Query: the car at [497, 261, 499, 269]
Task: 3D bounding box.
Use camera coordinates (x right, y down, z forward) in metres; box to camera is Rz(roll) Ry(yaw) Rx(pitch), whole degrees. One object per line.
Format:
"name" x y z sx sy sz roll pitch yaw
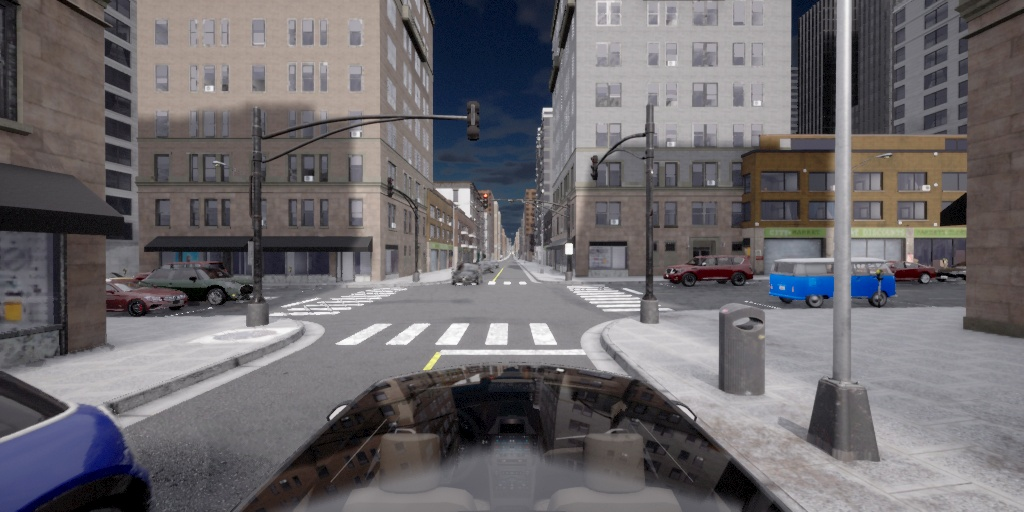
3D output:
"car" -3.031 1.273 56.887 2.128 1.511 4.902 0 0 1

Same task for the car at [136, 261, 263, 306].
"car" -13.998 1.270 16.243 4.553 1.767 2.097 -1 0 0

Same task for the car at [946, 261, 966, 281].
"car" 28.940 0.916 22.201 4.313 1.339 1.948 0 0 0

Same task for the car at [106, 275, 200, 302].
"car" -14.809 1.528 13.601 4.207 1.307 1.802 0 0 0

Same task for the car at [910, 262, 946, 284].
"car" 23.330 0.964 22.191 4.507 1.381 1.888 0 0 0

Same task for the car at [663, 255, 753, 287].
"car" 12.112 0.872 22.172 5.009 1.841 2.192 0 0 0

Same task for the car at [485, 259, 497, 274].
"car" -3.065 1.268 40.872 1.837 1.490 4.892 0 0 0

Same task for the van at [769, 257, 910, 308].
"van" 12.128 0.957 13.647 3.998 1.789 1.690 0 0 0

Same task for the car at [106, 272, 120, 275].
"car" -26.003 1.552 22.107 4.829 1.417 1.751 0 0 0

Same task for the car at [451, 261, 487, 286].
"car" -3.081 1.255 25.391 1.837 1.490 4.892 0 0 0
